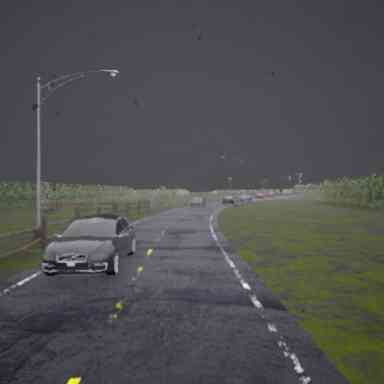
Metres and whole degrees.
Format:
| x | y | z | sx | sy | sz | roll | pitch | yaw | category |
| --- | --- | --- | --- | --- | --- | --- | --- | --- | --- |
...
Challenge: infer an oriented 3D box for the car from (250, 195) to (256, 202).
| x | y | z | sx | sy | sz | roll | pitch | yaw | category |
| --- | --- | --- | --- | --- | --- | --- | --- | --- | --- |
| 11.777 | 1.332 | 71.900 | 1.882 | 1.535 | 5.008 | 0 | 0 | 23 | car |

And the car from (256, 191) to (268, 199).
| x | y | z | sx | sy | sz | roll | pitch | yaw | category |
| --- | --- | --- | --- | --- | --- | --- | --- | --- | --- |
| 17.936 | 1.115 | 87.603 | 1.882 | 1.535 | 5.008 | 0 | 0 | 25 | car |

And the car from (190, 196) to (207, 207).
| x | y | z | sx | sy | sz | roll | pitch | yaw | category |
| --- | --- | --- | --- | --- | --- | --- | --- | --- | --- |
| 0.964 | 1.448 | 50.121 | 1.837 | 1.490 | 4.892 | 0 | 0 | 14 | car |

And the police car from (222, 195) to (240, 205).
| x | y | z | sx | sy | sz | roll | pitch | yaw | category |
| --- | --- | --- | --- | --- | --- | --- | --- | --- | --- |
| 6.525 | 1.340 | 57.166 | 1.930 | 1.638 | 5.238 | 0 | 0 | 16 | police car |

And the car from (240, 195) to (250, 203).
| x | y | z | sx | sy | sz | roll | pitch | yaw | category |
| --- | --- | --- | --- | --- | --- | --- | --- | --- | --- |
| 9.605 | 1.384 | 66.404 | 1.837 | 1.490 | 4.892 | 0 | 0 | 20 | car |

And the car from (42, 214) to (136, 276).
| x | y | z | sx | sy | sz | roll | pitch | yaw | category |
| --- | --- | --- | --- | --- | --- | --- | --- | --- | --- |
| -2.945 | 1.503 | 10.437 | 1.837 | 1.490 | 4.892 | 0 | 0 | -1 | car |
